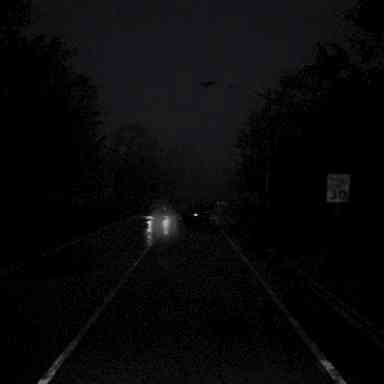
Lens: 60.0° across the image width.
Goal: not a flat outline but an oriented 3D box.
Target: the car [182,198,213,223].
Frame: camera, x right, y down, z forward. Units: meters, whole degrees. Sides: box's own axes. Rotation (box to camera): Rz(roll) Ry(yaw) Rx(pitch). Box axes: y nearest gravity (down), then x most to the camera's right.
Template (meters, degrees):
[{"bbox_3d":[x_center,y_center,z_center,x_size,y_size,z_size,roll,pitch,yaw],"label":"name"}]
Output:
[{"bbox_3d":[0.312,1.479,24.862,1.994,1.385,4.181,0,2,2],"label":"car"}]

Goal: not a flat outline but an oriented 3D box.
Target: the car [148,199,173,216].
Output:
[{"bbox_3d":[-2.932,1.456,32.080,1.812,1.442,4.674,0,0,5],"label":"car"}]

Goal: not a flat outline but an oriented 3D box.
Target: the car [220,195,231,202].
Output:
[{"bbox_3d":[7.001,1.427,72.740,2.033,1.411,5.357,2,0,22],"label":"car"}]

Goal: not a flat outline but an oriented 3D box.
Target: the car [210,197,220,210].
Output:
[{"bbox_3d":[2.028,1.505,42.289,2.033,1.411,5.357,1,0,9],"label":"car"}]
